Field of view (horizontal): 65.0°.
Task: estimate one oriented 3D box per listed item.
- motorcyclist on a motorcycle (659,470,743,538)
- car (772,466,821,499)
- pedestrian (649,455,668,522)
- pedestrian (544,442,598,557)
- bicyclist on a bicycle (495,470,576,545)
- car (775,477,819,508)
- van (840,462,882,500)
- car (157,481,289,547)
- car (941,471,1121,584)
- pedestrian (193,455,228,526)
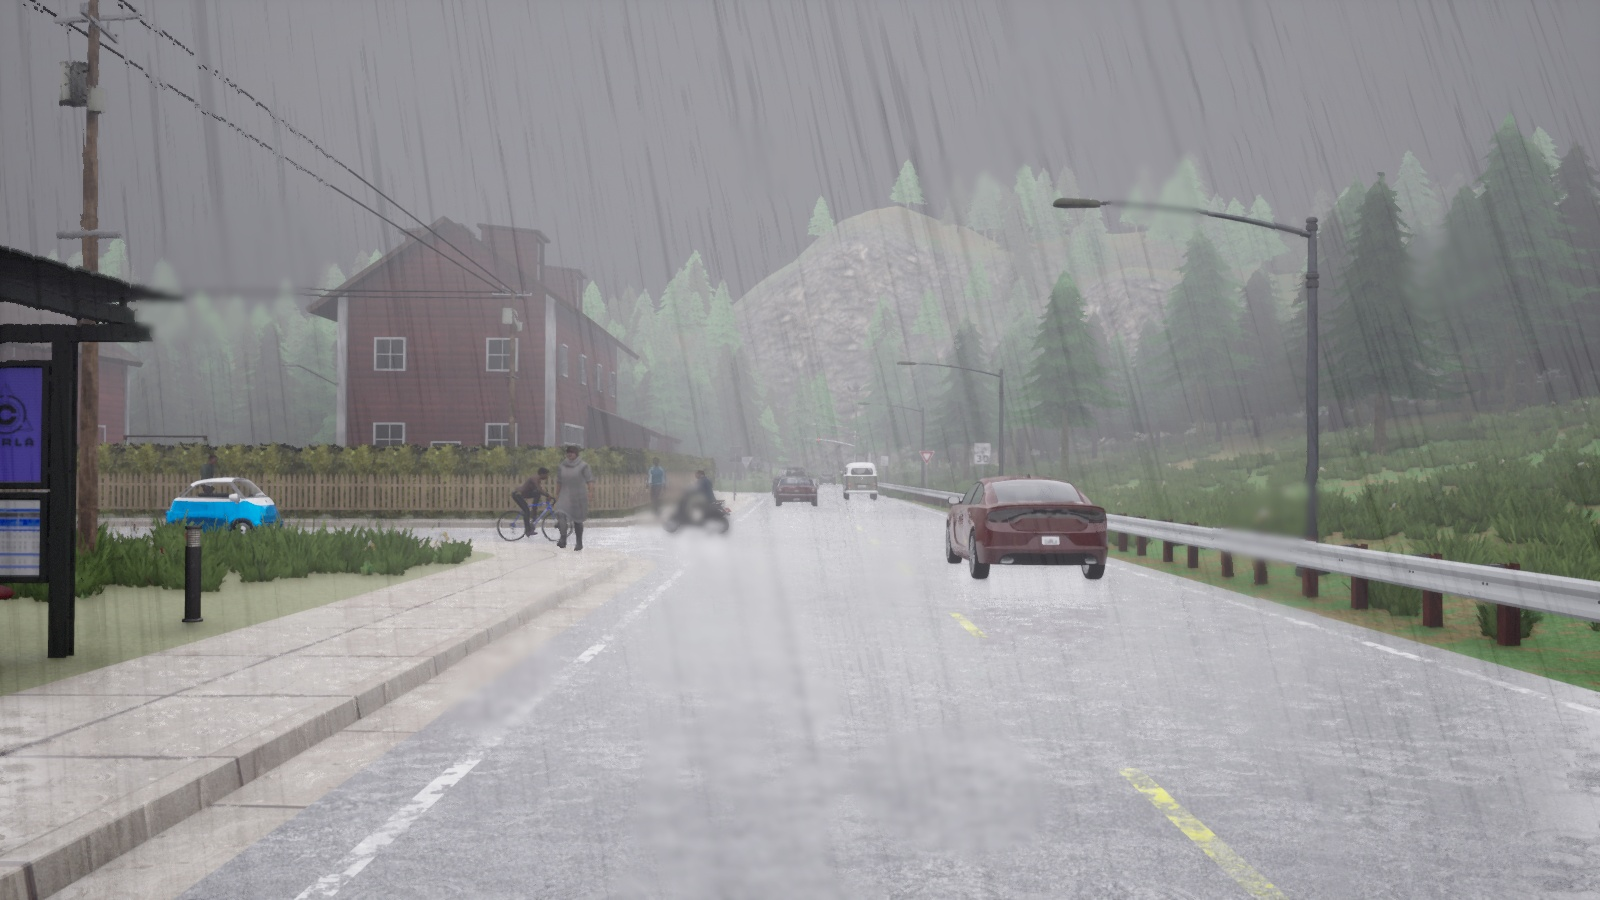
[{"bbox_3d":[-2.374,1.282,30.135,1.817,1.590,0.866,-1,-1,21],"label":"motorcyclist on a motorcycle"},{"bbox_3d":[-0.268,1.843,72.208,1.932,1.855,4.605,0,-1,-12],"label":"car"},{"bbox_3d":[-4.086,1.105,36.313,0.396,1.930,0.692,0,-1,8],"label":"pedestrian"},{"bbox_3d":[-3.957,0.847,21.778,0.659,1.952,0.873,0,-1,10],"label":"pedestrian"},{"bbox_3d":[-5.759,1.250,27.422,1.656,1.620,0.582,0,-1,-4],"label":"bicyclist on a bicycle"},{"bbox_3d":[-0.134,1.855,56.063,1.895,1.301,4.718,0,-1,0],"label":"car"},{"bbox_3d":[3.333,1.689,69.495,2.069,2.038,4.480,0,-1,0],"label":"van"},{"bbox_3d":[-12.526,1.377,27.339,2.207,1.376,1.481,-1,-1,0],"label":"car"},{"bbox_3d":[3.453,1.109,19.755,1.882,1.535,5.008,0,-1,0],"label":"car"},{"bbox_3d":[-16.350,1.119,34.837,0.788,1.949,0.423,0,-1,-1],"label":"pedestrian"}]
